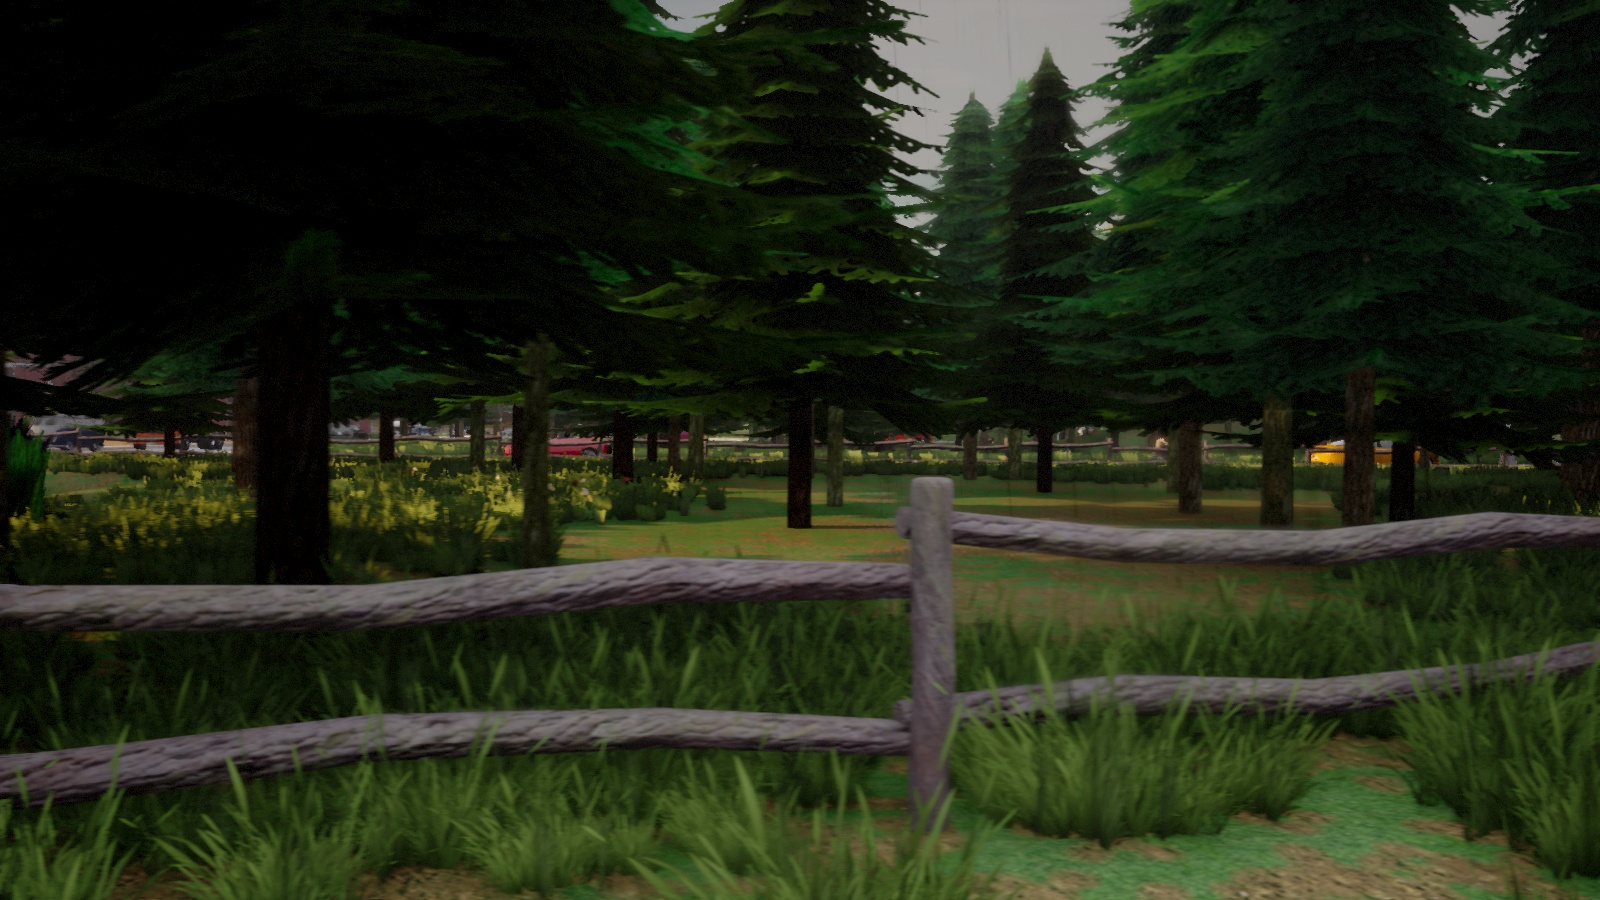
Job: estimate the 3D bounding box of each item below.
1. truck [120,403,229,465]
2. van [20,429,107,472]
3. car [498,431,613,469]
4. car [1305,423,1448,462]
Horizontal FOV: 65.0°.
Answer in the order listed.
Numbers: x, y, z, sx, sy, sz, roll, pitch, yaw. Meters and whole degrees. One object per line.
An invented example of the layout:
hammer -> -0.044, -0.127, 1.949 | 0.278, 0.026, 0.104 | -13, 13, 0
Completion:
truck -> -36.657, -0.949, 73.985 | 2.891, 3.462, 7.936 | -1, 1, -4
van -> -35.775, -0.020, 61.153 | 1.775, 1.987, 4.442 | -1, 1, -3
car -> -10.292, -0.016, 53.197 | 4.514, 1.525, 2.007 | -1, 1, -2
car -> 23.553, -0.321, 51.411 | 5.008, 1.535, 1.882 | -1, 1, -3
